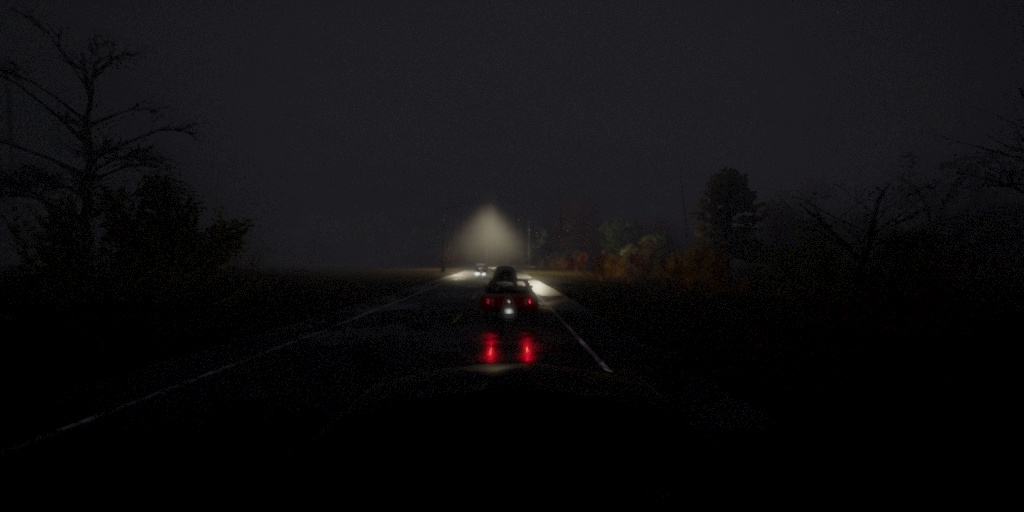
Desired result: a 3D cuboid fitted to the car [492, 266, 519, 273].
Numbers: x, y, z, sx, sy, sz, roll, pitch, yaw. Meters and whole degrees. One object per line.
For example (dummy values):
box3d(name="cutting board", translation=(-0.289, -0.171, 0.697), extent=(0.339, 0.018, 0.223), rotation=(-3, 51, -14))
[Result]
box3d(name="car", translation=(-0.550, 1.568, 29.238), extent=(1.837, 1.490, 4.892), rotation=(0, 0, -1))

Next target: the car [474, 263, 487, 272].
box3d(name="car", translation=(-5.056, 1.871, 58.504), extent=(2.128, 1.511, 4.902), rotation=(0, -1, -1))

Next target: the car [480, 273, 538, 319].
box3d(name="car", translation=(-0.115, 1.489, 13.590), extent=(1.895, 1.301, 4.718), rotation=(0, -1, -1))
